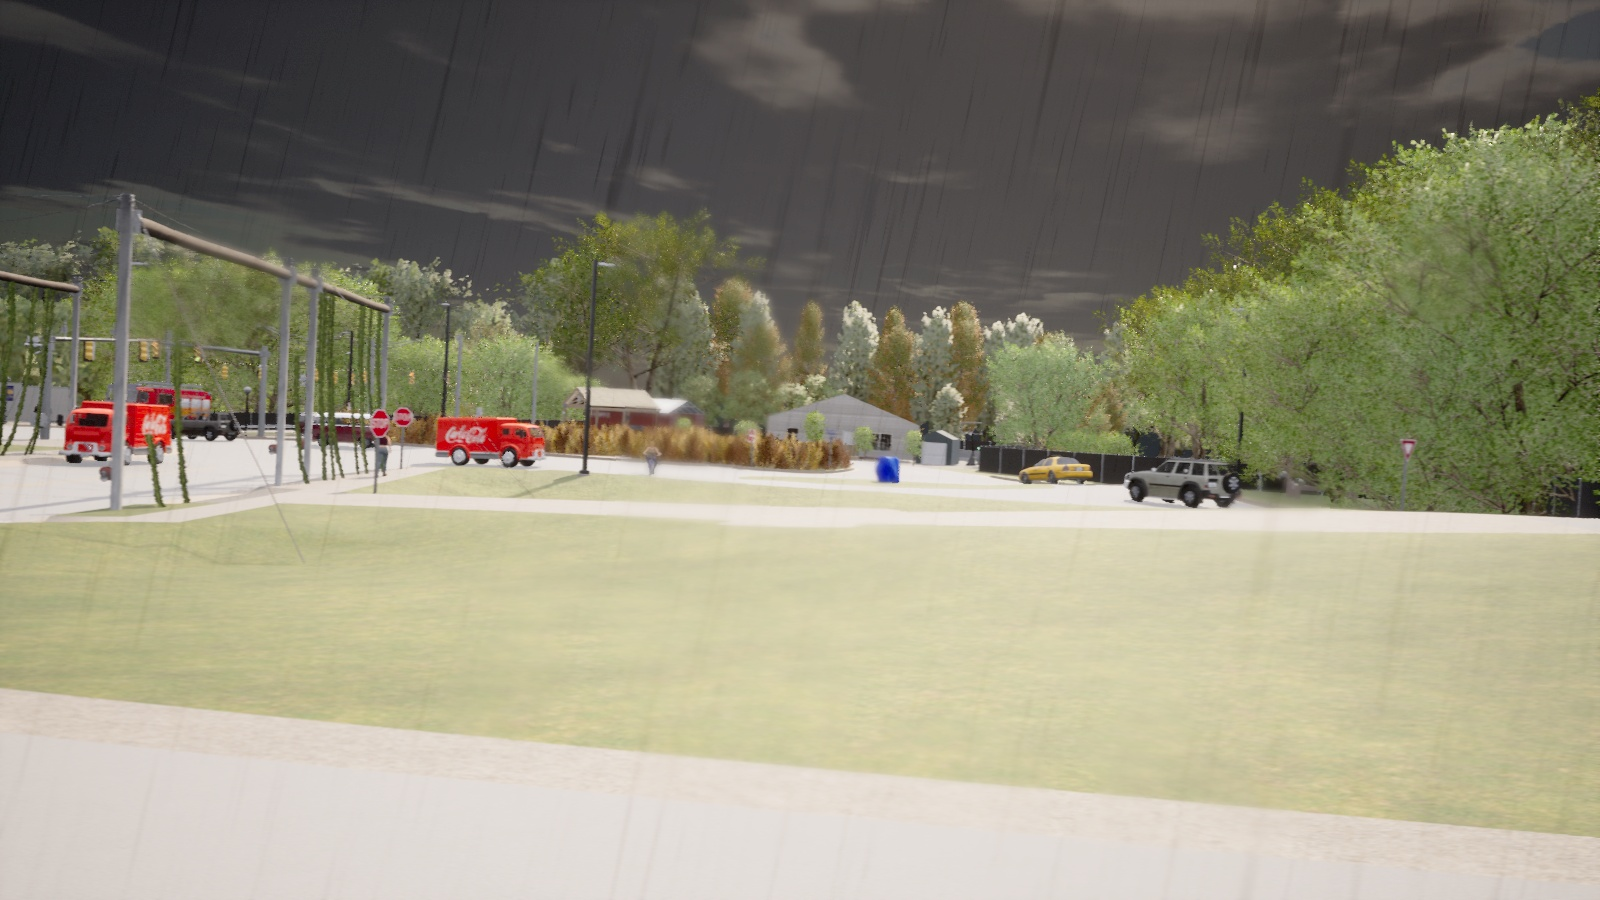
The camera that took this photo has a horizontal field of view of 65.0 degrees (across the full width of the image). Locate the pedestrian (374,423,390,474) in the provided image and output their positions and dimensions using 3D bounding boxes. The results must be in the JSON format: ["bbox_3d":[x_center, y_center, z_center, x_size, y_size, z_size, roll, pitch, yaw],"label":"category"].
[{"bbox_3d":[-15.190,-0.065,45.601,0.345,1.836,0.594,3,2,-7],"label":"pedestrian"}]

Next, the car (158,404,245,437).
[{"bbox_3d":[-36.395,-1.783,76.376,4.605,1.855,1.932,2,2,17],"label":"car"}]

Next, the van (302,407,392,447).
[{"bbox_3d":[-26.692,-1.374,74.129,4.480,2.038,2.069,3,3,-1],"label":"van"}]

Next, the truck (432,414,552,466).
[{"bbox_3d":[-15.593,-0.535,63.681,5.204,2.467,2.627,2,2,15],"label":"truck"}]

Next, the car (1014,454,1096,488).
[{"bbox_3d":[13.332,1.138,65.904,1.801,1.575,5.366,1,-3,-18],"label":"car"}]

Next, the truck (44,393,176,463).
[{"bbox_3d":[-27.349,-0.881,50.036,2.627,2.467,5.204,3,1,-6],"label":"truck"}]

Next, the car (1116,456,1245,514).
[{"bbox_3d":[14.362,1.300,47.725,1.932,1.855,4.605,3,1,-27],"label":"car"}]
